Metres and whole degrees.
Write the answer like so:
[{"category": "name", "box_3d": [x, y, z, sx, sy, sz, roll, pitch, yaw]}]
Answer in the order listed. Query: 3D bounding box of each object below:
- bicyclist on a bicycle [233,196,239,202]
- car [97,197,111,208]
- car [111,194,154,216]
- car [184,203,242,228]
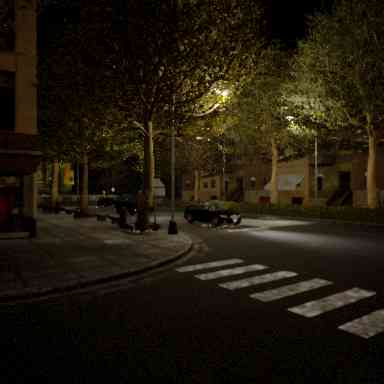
[{"category": "bicyclist on a bicycle", "box_3d": [4.903, 1.312, 37.722, 1.656, 1.620, 0.582, 0, 0, -35]}, {"category": "car", "box_3d": [-12.553, 1.513, 49.064, 1.837, 1.490, 4.892, 0, 0, -34]}, {"category": "car", "box_3d": [-5.751, 1.229, 32.948, 2.150, 2.045, 5.566, 0, 0, -34]}, {"category": "car", "box_3d": [1.307, 1.498, 22.732, 2.128, 1.511, 4.902, 0, 0, -34]}]
